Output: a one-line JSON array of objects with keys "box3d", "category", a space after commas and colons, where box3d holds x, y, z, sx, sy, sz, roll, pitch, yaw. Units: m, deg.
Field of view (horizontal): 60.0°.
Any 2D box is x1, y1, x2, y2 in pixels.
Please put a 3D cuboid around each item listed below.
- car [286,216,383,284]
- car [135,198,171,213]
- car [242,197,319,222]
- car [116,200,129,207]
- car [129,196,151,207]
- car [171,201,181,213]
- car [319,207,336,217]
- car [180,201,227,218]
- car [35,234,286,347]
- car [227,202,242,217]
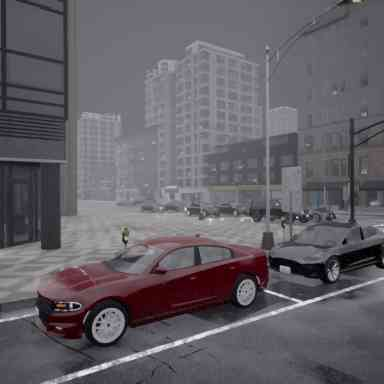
[{"box3d": [4.099, 1.564, 9.576, 4.313, 1.339, 1.947, 0, 0, -35], "category": "car"}, {"box3d": [-5.300, 2.008, 44.711, 2.128, 1.511, 4.902, 0, 0, -35], "category": "car"}, {"box3d": [7.073, 1.473, 27.208, 2.150, 2.045, 5.566, 0, -1, -35], "category": "car"}, {"box3d": [-13.858, 2.283, 68.377, 2.033, 1.411, 5.357, 0, 0, -35], "category": "car"}, {"box3d": [-10.320, 1.926, 68.998, 2.150, 2.045, 5.566, 0, 0, -35], "category": "car"}, {"box3d": [-2.065, 1.979, 45.765, 2.128, 1.511, 4.902, 0, -1, -35], "category": "car"}, {"box3d": [10.126, 1.790, 28.521, 1.994, 1.385, 4.181, 0, -1, -36], "category": "car"}, {"box3d": [1.122, 1.887, 35.624, 1.837, 1.490, 4.892, 0, -1, -35], "category": "car"}, {"box3d": [-0.496, 1.544, 6.299, 4.507, 1.381, 1.887, 0, 0, -35], "category": "car"}, {"box3d": [4.406, 1.857, 36.603, 1.837, 1.490, 4.892, 0, -1, -36], "category": "car"}]
